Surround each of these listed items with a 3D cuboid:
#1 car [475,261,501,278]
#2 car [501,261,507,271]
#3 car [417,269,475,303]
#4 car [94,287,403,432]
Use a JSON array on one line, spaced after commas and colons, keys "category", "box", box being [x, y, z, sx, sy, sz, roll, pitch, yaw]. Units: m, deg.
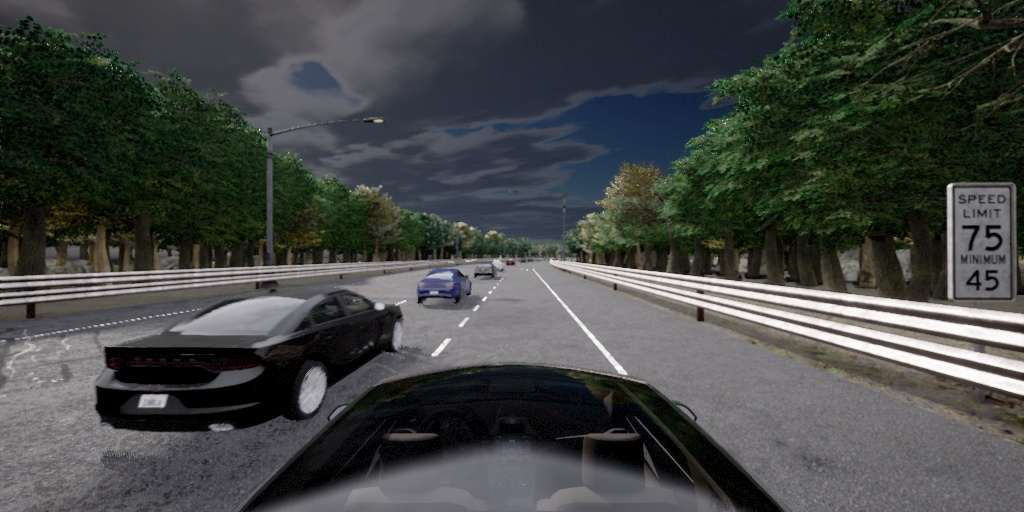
[{"category": "car", "box": [-2.537, 1.360, 34.935, 2.033, 1.411, 5.357, 0, 0, 2]}, {"category": "car", "box": [-2.090, 1.374, 50.242, 1.812, 1.442, 4.674, 0, 0, 2]}, {"category": "car", "box": [-3.054, 1.313, 16.648, 1.812, 1.442, 4.674, 0, 0, 2]}, {"category": "car", "box": [-3.355, 1.238, 5.894, 1.882, 1.535, 5.008, 0, 0, 2]}]
